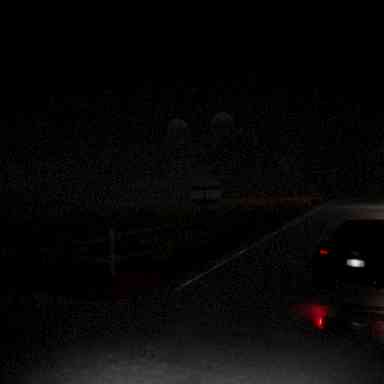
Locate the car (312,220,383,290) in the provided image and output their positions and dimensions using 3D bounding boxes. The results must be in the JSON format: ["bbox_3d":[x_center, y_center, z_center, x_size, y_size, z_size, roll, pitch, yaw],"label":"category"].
[{"bbox_3d":[4.554,1.392,8.477,1.994,1.385,4.181,-2,0,36],"label":"car"}]
